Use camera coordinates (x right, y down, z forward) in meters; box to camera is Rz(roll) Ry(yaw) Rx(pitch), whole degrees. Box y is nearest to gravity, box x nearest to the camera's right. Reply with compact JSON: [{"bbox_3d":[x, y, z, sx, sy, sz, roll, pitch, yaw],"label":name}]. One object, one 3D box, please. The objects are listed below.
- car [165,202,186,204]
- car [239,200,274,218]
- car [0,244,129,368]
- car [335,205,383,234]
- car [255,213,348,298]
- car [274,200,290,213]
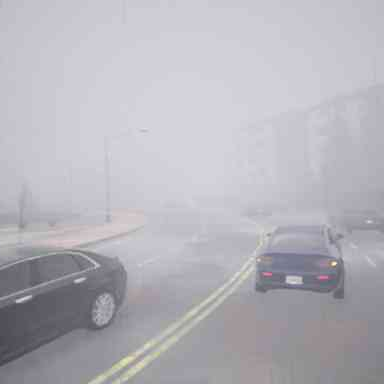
[{"bbox_3d":[-2.265,1.609,45.547,1.994,1.385,4.181,-2,-1,-28],"label":"car"},{"bbox_3d":[5.740,1.623,30.990,1.994,1.385,4.181,-2,0,-6],"label":"car"},{"bbox_3d":[-2.954,1.642,4.850,1.837,1.490,4.892,-2,0,28],"label":"car"},{"bbox_3d":[8.958,1.414,18.219,1.994,1.385,4.181,-2,0,9],"label":"car"},{"bbox_3d":[2.823,1.501,8.482,1.812,1.442,4.674,-2,0,23],"label":"car"},{"bbox_3d":[8.528,1.551,35.604,2.033,1.411,5.357,-2,0,-11],"label":"car"}]
